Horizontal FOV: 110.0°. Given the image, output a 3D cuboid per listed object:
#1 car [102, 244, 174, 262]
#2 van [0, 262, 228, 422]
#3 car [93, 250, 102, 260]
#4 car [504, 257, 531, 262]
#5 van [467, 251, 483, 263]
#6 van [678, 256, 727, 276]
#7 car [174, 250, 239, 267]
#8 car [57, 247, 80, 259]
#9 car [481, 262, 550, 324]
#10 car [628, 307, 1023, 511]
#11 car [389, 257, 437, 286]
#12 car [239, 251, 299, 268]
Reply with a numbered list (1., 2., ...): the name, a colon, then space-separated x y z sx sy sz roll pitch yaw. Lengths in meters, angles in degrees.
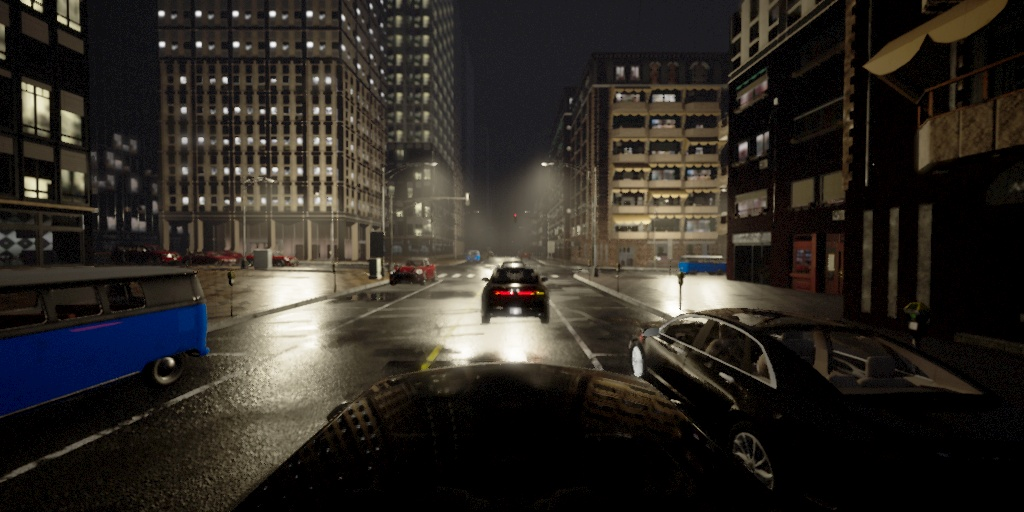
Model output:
1. car: -32.320 -0.100 31.706 5.009 1.841 2.192 0 0 0
2. van: -5.690 1.045 4.057 1.690 1.789 3.998 0 0 0
3. car: -43.731 -0.278 40.046 4.829 1.417 1.751 0 0 0
4. car: 0.085 0.963 19.922 1.994 1.385 4.181 0 1 0
5. van: -5.733 0.103 53.468 1.690 1.789 3.998 0 0 0
6. van: 16.888 0.876 31.741 3.998 1.789 1.690 0 0 0
7. car: -26.746 0.275 31.725 4.207 1.307 1.802 0 0 0
8. car: -49.137 -0.345 40.026 4.313 1.339 1.948 0 0 0
9. car: 0.094 1.071 11.134 1.837 1.490 4.892 0 1 0
10. car: 2.690 1.255 4.064 2.007 1.370 4.403 0 0 0
11. car: -5.706 0.818 21.000 1.967 1.591 4.097 0 0 0
12. car: -21.172 0.240 31.745 4.097 1.591 1.967 0 0 0
